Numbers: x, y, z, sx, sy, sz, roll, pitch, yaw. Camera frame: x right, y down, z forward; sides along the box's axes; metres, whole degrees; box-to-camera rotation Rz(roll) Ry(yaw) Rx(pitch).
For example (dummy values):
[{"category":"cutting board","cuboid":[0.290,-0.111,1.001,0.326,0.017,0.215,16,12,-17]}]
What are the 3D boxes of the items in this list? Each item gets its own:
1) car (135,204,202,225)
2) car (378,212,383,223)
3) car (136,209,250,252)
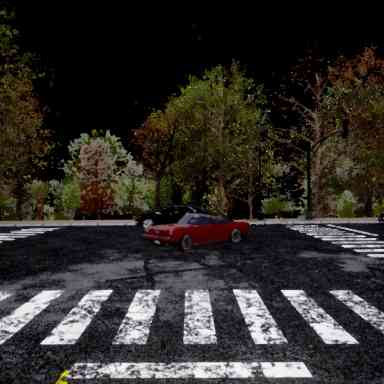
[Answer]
[{"category":"car","cuboid":[-1.206,1.572,21.418,4.892,1.490,1.837,-1,-1,1]},{"category":"car","cuboid":[14.245,1.474,21.192,4.181,1.385,1.994,-1,-1,1]},{"category":"car","cuboid":[0.280,1.551,13.827,4.718,1.301,1.895,0,-1,-44]}]
